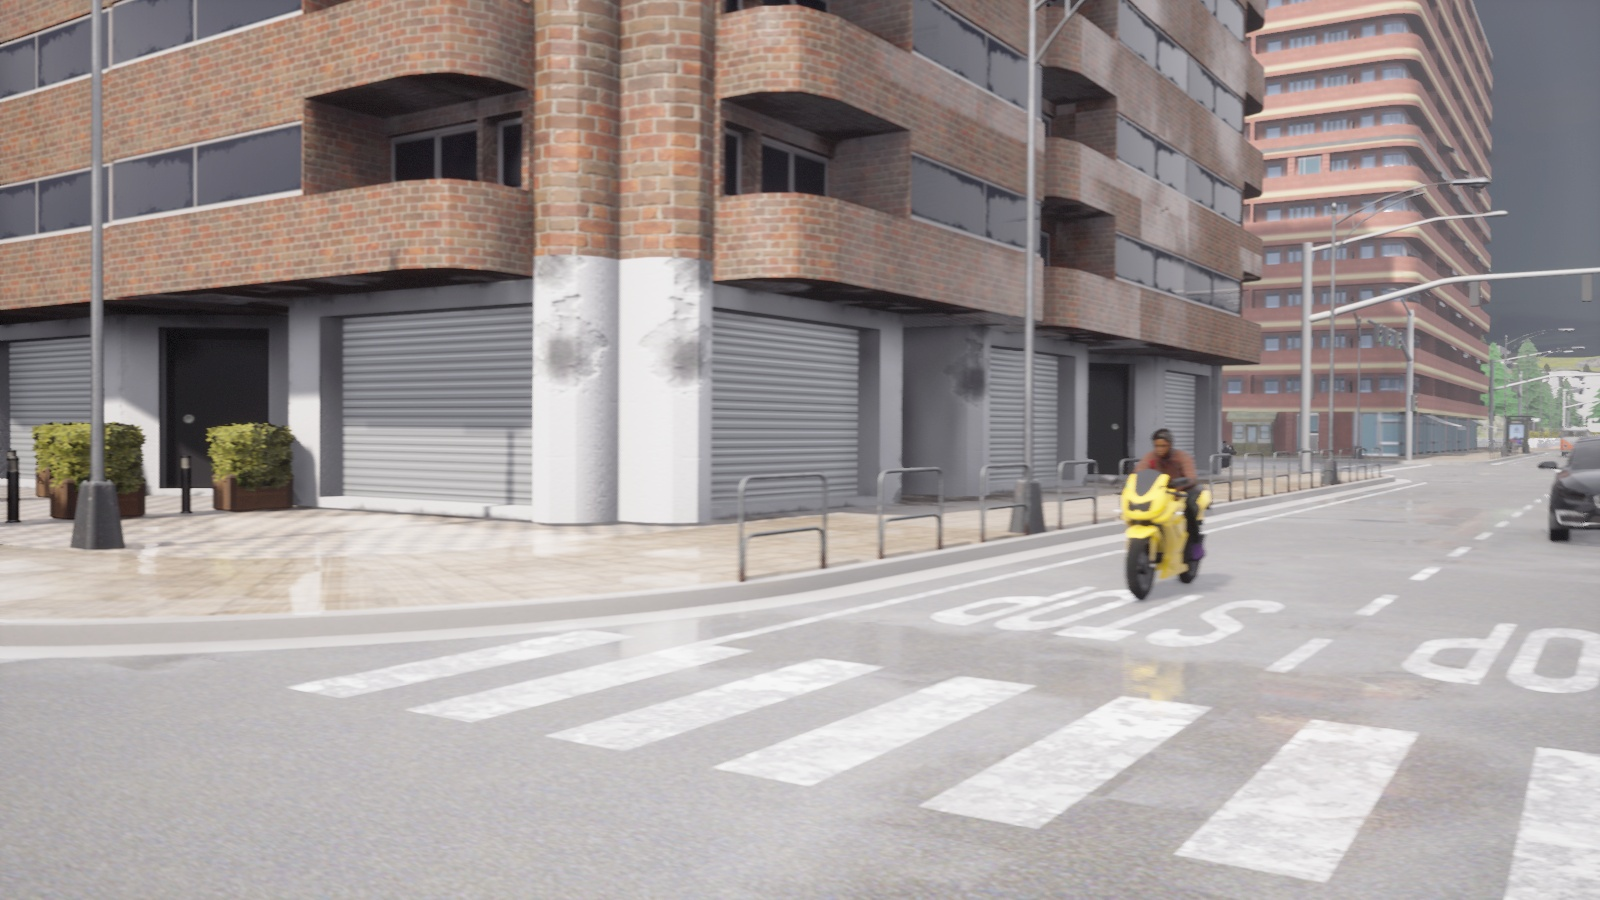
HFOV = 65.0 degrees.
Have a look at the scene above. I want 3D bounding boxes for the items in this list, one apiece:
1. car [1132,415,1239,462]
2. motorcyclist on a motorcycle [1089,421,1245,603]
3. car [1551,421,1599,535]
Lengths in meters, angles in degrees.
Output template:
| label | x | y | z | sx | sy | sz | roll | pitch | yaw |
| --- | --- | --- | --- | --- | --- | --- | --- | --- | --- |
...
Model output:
| label | x | y | z | sx | sy | sz | roll | pitch | yaw |
| --- | --- | --- | --- | --- | --- | --- | --- | --- | --- |
| car | 16.116 | -0.484 | 52.510 | 3.866 | 1.878 | 1.905 | 0 | 1 | 34 |
| motorcyclist on a motorcycle | 3.427 | 0.502 | 11.589 | 0.797 | 1.523 | 2.044 | 0 | 1 | 34 |
| car | 12.073 | 0.323 | 18.246 | 1.837 | 1.490 | 4.892 | 0 | 1 | 33 |
